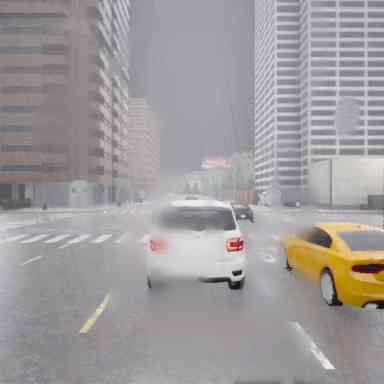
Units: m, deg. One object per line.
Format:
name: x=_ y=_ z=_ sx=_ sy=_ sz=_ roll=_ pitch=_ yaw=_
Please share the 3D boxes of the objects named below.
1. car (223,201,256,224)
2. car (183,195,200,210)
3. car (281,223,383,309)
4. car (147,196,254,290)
car: x=3.510 y=1.513 z=25.323 sx=1.812 sy=1.442 sz=4.674 roll=0 pitch=0 yaw=0
car: x=-0.084 y=1.352 z=43.531 sx=2.097 sy=1.767 sz=4.553 roll=0 pitch=0 yaw=0
car: x=3.589 y=1.478 z=7.970 sx=1.882 sy=1.535 sz=5.008 roll=0 pitch=0 yaw=0
car: x=0.072 y=1.221 z=9.226 sx=2.150 sy=2.045 sz=5.566 roll=0 pitch=0 yaw=-1
